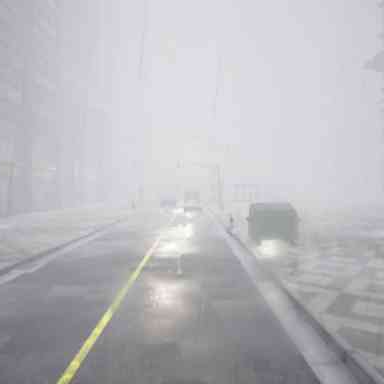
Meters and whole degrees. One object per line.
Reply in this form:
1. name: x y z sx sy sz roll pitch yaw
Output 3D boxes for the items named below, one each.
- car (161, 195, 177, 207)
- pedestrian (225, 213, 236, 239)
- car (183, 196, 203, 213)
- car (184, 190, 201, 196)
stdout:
1. car: -2.992 1.159 43.765 1.882 1.535 5.008 0 0 0
2. pedestrian: 1.791 1.463 15.097 0.375 1.300 0.375 1 0 -10
3. car: 0.094 1.357 33.368 1.895 1.301 4.718 0 0 1
4. car: 0.017 0.872 46.625 2.150 2.045 5.566 0 1 0
